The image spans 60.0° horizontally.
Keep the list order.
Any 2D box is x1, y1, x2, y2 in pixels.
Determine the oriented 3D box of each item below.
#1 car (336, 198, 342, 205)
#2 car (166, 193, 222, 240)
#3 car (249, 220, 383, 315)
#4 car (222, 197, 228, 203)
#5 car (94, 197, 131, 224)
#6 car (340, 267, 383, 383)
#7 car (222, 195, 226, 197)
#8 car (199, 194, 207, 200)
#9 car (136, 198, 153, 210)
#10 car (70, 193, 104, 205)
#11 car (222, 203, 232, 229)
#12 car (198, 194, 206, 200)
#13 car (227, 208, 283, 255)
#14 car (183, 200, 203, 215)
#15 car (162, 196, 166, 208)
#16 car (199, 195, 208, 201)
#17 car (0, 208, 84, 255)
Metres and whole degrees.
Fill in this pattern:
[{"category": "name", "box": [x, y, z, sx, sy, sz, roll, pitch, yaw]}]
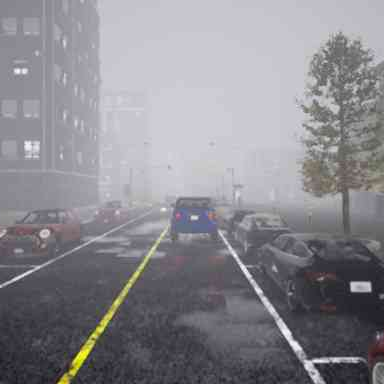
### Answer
[{"category": "car", "box": [26.155, 1.534, 55.105, 4.507, 1.381, 1.887, 0, 0, 0]}, {"category": "car", "box": [0.103, 1.178, 16.785, 2.150, 2.045, 5.566, 0, 0, 0]}, {"category": "car", "box": [2.691, 1.545, 7.381, 1.947, 1.339, 4.313, 0, 0, 0]}, {"category": "car", "box": [2.693, 1.450, 29.707, 1.752, 1.417, 4.829, 0, 0, 0]}, {"category": "car", "box": [-5.688, 1.379, 23.998, 1.967, 1.590, 4.097, 0, 0, 0]}, {"category": "car", "box": [2.691, 1.576, 1.841, 1.802, 1.307, 4.206, 0, 0, 0]}, {"category": "car", "box": [2.693, 1.227, 35.076, 2.192, 1.841, 5.009, 0, 0, 0]}, {"category": "car", "box": [2.695, 1.272, 84.265, 1.967, 1.590, 4.097, 0, 0, 0]}, {"category": "car", "box": [-5.688, 1.424, 40.448, 1.752, 1.417, 4.829, 0, 0, 0]}, {"category": "car", "box": [-17.269, 1.128, 54.851, 5.009, 1.841, 2.192, 0, 0, 0]}, {"category": "car", "box": [2.692, 1.518, 18.458, 1.947, 1.339, 4.313, 0, 0, 0]}, {"category": "car", "box": [2.695, 1.267, 89.961, 1.967, 1.590, 4.097, 0, 0, 0]}, {"category": "car", "box": [2.692, 1.516, 12.918, 2.008, 1.369, 4.403, 0, 0, 0]}, {"category": "car", "box": [0.104, 1.516, 33.484, 1.895, 1.301, 4.718, 0, 0, 0]}, {"category": "car", "box": [-3.008, 1.236, 46.215, 2.097, 1.767, 4.553, 0, 0, 0]}, {"category": "car", "box": [2.695, 1.387, 78.568, 2.008, 1.369, 4.403, 0, 0, 0]}, {"category": "car", "box": [-5.689, 1.406, 12.919, 1.967, 1.590, 4.097, 0, 0, 0]}]
